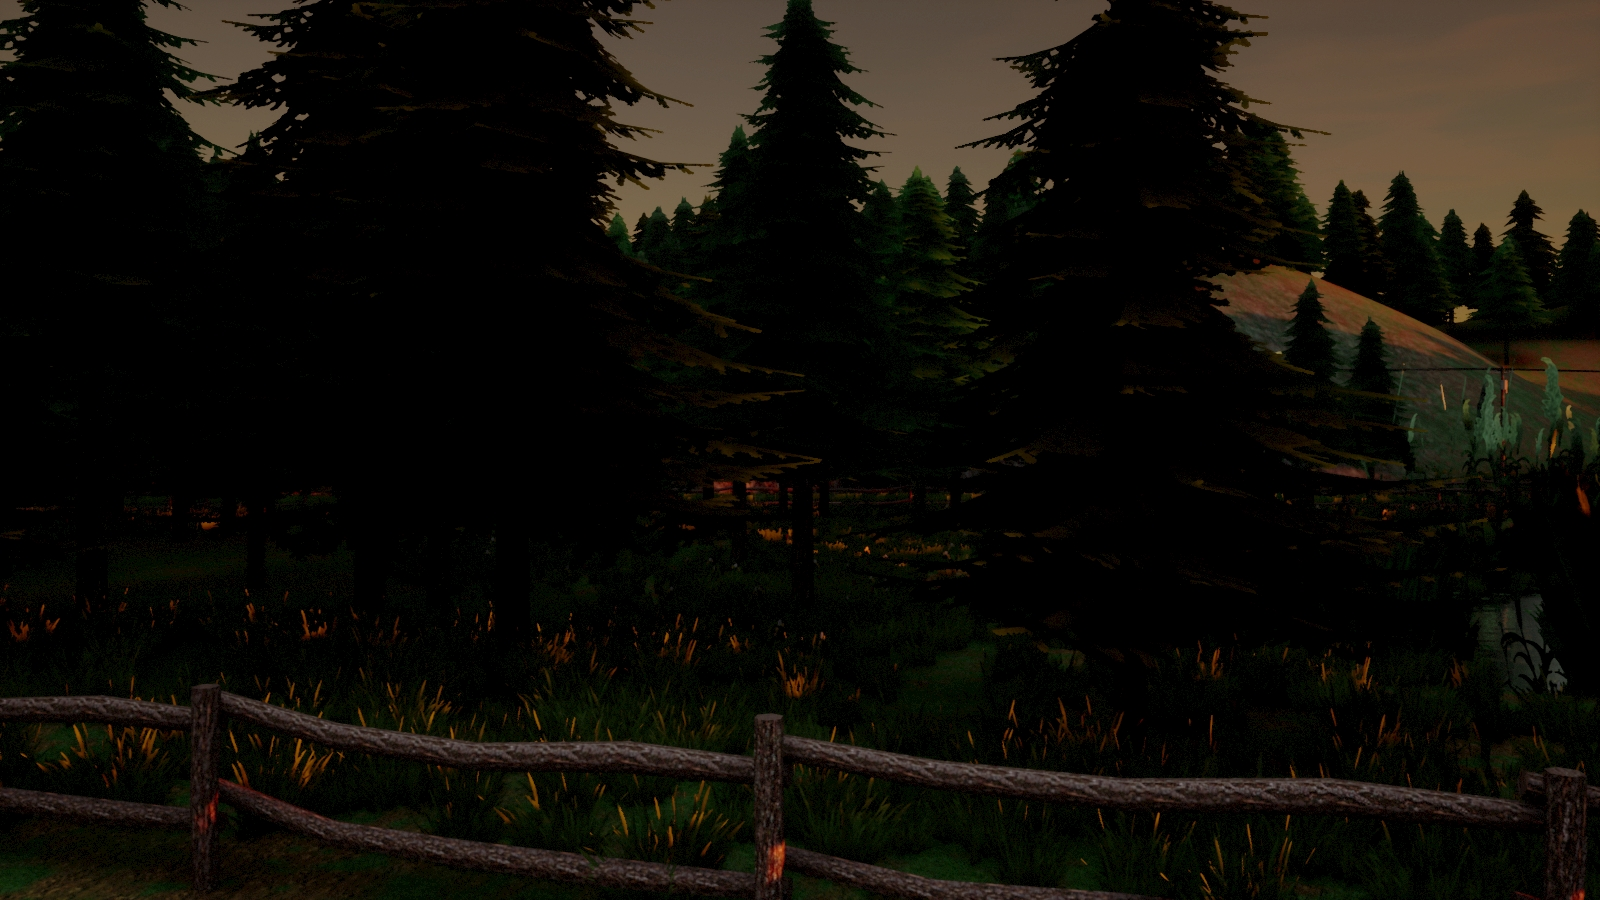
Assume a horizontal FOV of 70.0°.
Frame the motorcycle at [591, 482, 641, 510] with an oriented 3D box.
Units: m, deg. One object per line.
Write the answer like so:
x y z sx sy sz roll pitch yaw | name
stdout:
-8.716 2.179 54.116 2.209 1.251 0.867 0 0 14 | motorcycle
